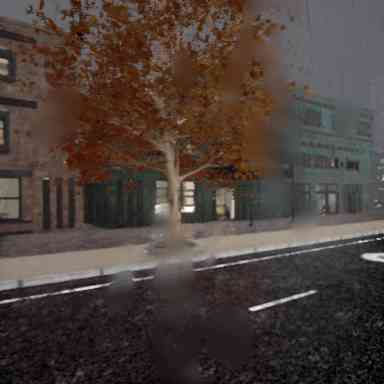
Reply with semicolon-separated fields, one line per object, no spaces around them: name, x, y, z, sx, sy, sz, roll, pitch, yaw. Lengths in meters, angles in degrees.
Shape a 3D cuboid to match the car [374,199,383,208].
car;31.608;1.976;57.914;2.008;1.369;4.403;-1;0;-36
